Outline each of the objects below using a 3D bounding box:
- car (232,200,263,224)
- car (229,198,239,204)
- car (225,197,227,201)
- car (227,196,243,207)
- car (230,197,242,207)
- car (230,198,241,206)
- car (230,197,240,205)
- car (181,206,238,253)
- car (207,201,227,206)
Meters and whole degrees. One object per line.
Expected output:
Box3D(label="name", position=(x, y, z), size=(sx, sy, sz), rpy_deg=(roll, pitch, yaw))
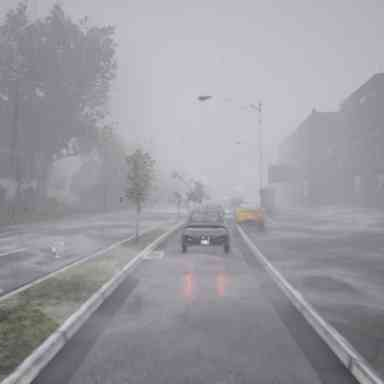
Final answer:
Box3D(label="car", position=(4.465, 1.660, 26.235), size=(2.097, 1.535, 5.008), rpy_deg=(0, -1, 5))
Box3D(label="car", position=(10.212, 2.145, 81.366), size=(2.163, 1.488, 4.792), rpy_deg=(0, 0, 5))
Box3D(label="car", position=(10.985, 2.235, 92.553), size=(2.002, 1.452, 4.674), rpy_deg=(0, 0, 3))
Box3D(label="car", position=(7.971, 1.693, 59.275), size=(2.435, 2.045, 5.566), rpy_deg=(0, 0, 6))
Box3D(label="car", position=(8.553, 1.862, 64.729), size=(2.185, 1.767, 4.553), rpy_deg=(0, 0, 6))
Box3D(label="car", position=(9.145, 2.032, 70.268), size=(2.231, 1.521, 4.892), rpy_deg=(0, 0, 6))
Box3D(label="car", position=(9.732, 1.948, 75.765), size=(2.185, 1.767, 4.553), rpy_deg=(1, 0, 6))
Box3D(label="car", position=(0.597, 1.561, 14.093), size=(2.128, 1.511, 4.902), rpy_deg=(0, 0, 3))
Box3D(label="car", position=(1.993, 1.784, 30.744), size=(1.994, 1.385, 4.181), rpy_deg=(0, -1, 6))
